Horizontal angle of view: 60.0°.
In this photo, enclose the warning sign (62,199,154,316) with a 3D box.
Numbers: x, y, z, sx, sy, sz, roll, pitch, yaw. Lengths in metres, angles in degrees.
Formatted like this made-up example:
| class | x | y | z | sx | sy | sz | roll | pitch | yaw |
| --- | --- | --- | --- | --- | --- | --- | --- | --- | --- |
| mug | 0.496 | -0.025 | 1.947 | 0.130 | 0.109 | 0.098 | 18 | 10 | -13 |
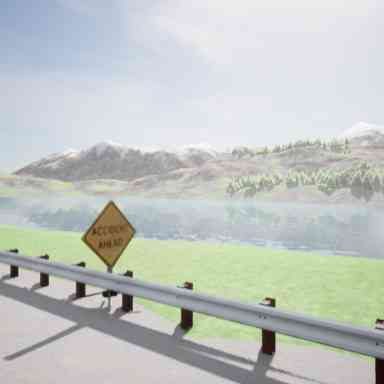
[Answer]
| class | x | y | z | sx | sy | sz | roll | pitch | yaw |
| --- | --- | --- | --- | --- | --- | --- | --- | --- | --- |
| warning sign | -1.548 | 1.088 | 6.263 | 1.060 | 1.860 | 1.300 | 0 | 0 | 36 |
